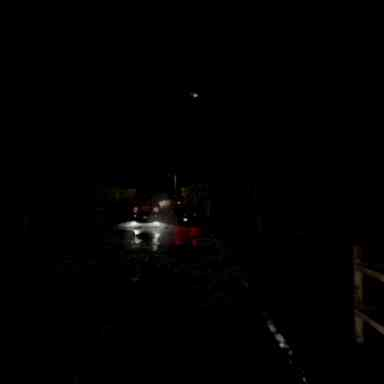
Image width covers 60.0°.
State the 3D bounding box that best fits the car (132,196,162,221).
[{"bbox_3d":[-3.647,1.364,27.436,2.097,1.767,4.553,0,0,-3],"label":"car"}]

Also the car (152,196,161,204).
[{"bbox_3d":[-7.269,1.600,67.794,1.837,1.490,4.892,0,0,-7],"label":"car"}]

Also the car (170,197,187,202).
[{"bbox_3d":[-1.723,1.388,42.450,2.097,1.767,4.553,0,0,-5],"label":"car"}]

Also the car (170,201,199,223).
[{"bbox_3d":[-0.573,1.617,25.255,1.895,1.301,4.718,0,0,-3],"label":"car"}]
